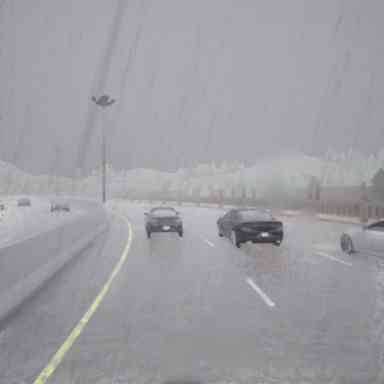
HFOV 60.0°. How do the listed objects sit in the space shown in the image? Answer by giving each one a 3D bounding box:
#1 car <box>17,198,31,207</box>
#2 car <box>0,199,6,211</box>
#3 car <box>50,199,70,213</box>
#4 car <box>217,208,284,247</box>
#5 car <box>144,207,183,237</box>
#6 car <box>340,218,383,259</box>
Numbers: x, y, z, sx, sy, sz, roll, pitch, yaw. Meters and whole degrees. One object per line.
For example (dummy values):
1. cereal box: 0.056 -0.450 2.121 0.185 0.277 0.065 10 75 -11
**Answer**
1. car: -26.590 1.666 52.763 2.033 1.411 5.357 0 0 -28
2. car: -24.947 1.592 42.452 1.882 1.535 5.008 0 0 -28
3. car: -15.191 1.590 38.296 1.812 1.442 4.674 0 0 -24
4. car: 2.422 1.459 15.003 1.882 1.535 5.008 0 0 -8
5. car: -1.586 1.527 18.033 1.812 1.442 4.674 0 0 -9
6. car: 6.480 1.488 10.262 1.812 1.442 4.674 0 0 -5
